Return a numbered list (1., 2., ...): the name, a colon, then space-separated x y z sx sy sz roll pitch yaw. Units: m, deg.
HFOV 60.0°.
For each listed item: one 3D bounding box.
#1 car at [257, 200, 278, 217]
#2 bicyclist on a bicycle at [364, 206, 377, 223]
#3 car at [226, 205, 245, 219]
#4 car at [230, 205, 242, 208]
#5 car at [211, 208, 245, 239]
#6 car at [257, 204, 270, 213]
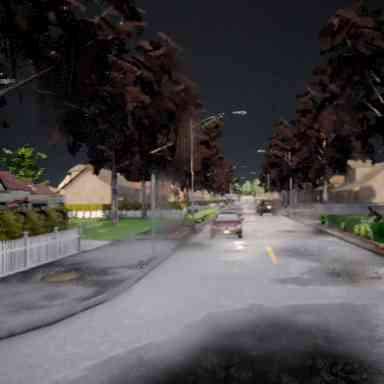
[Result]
1. car: 9.929 2.111 43.441 2.150 2.045 5.566 -1 -1 10
2. bicyclist on a bicycle: 10.538 1.641 19.370 1.656 1.620 0.582 -2 -1 9
3. car: 5.301 2.390 40.369 2.128 1.511 4.902 -1 -1 9
4. car: 3.729 2.229 30.303 2.033 1.411 5.357 -1 -1 9
5. car: 2.258 2.001 20.748 1.812 1.442 4.674 -1 -1 9
6. car: 11.489 2.640 53.813 1.812 1.442 4.674 -1 -1 9
